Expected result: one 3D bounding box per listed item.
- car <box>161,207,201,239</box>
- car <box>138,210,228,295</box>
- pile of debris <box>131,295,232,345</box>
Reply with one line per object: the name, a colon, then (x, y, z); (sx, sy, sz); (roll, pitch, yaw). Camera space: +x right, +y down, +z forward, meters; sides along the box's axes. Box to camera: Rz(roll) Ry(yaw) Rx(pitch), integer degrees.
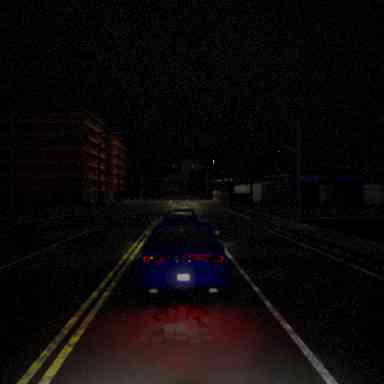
car: (-0.618, 1.602, 18.208); (1.895, 1.301, 4.718); (0, 0, -2)
car: (-0.239, 1.478, 8.809); (1.882, 1.535, 5.008); (0, 0, -2)
pile of debris: (-0.193, 2.176, 5.855); (1.500, 0.140, 1.860); (0, 0, -2)
